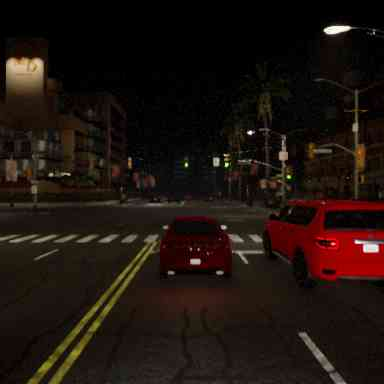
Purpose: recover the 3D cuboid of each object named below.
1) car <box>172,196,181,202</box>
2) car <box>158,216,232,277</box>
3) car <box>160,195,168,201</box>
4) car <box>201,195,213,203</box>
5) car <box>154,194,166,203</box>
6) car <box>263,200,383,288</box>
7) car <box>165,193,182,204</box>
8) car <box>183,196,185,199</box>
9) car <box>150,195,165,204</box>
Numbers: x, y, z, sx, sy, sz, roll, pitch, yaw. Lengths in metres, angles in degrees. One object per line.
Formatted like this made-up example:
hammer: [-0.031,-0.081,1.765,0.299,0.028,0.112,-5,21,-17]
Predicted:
car: [-3.539,1.572,75.964,1.812,1.442,4.674,0,0,0]
car: [0.088,1.484,10.288,1.882,1.535,5.008,0,0,0]
car: [-7.044,1.553,83.928,1.837,1.490,4.892,0,0,0]
car: [3.467,1.640,72.035,1.895,1.301,4.718,0,0,0]
car: [-7.038,1.402,73.864,2.097,1.767,4.553,0,0,0]
car: [3.585,1.228,9.380,2.150,2.045,5.566,0,0,0]
car: [-3.534,1.263,66.248,2.150,2.045,5.566,0,0,0]
car: [-3.549,1.606,85.768,1.994,1.385,4.181,0,0,0]
car: [-7.034,1.605,65.491,1.994,1.385,4.181,0,0,0]
